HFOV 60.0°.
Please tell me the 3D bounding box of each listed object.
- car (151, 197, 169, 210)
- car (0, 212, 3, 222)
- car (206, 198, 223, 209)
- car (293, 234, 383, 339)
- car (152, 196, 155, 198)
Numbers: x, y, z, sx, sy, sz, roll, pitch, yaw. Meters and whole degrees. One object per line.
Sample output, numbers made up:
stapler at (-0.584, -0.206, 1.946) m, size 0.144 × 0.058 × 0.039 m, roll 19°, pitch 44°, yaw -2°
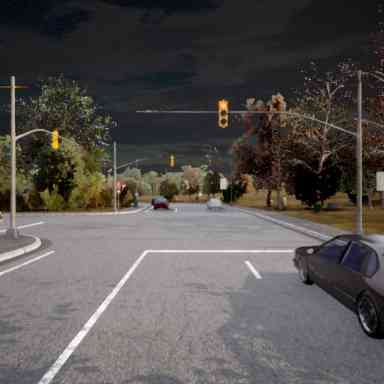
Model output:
car at (-3.960, 1.675, 43.422) m, size 1.895 × 1.301 × 4.718 m, roll 0°, pitch -1°, yaw -2°
car at (-15.821, 1.555, 23.036) m, size 5.008 × 1.535 × 1.882 m, roll -1°, pitch 0°, yaw -3°
car at (3.088, 1.628, 46.311) m, size 1.812 × 1.442 × 4.674 m, roll 0°, pitch -1°, yaw -4°
car at (3.611, 1.546, 6.494) m, size 2.033 × 1.411 × 5.357 m, roll 0°, pitch 0°, yaw 0°
car at (-7.100, 1.772, 68.583) m, size 2.150 × 2.045 × 5.566 m, roll 0°, pitch -1°, yaw -13°
